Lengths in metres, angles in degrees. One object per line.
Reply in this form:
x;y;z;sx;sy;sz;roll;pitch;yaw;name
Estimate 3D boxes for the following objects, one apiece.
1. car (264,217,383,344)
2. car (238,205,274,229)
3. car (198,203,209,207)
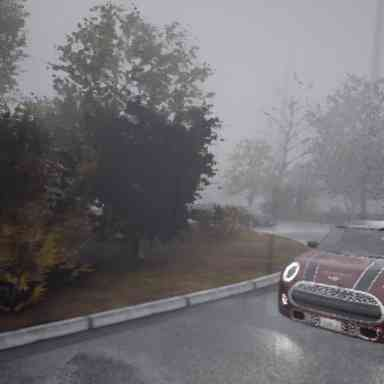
3.559;1.407;6.669;2.097;1.767;4.553;0;-1;41;car
3.745;1.704;23.526;1.837;1.490;4.892;2;0;-36;car
1.416;1.826;32.919;2.033;1.411;5.357;2;-1;-30;car
